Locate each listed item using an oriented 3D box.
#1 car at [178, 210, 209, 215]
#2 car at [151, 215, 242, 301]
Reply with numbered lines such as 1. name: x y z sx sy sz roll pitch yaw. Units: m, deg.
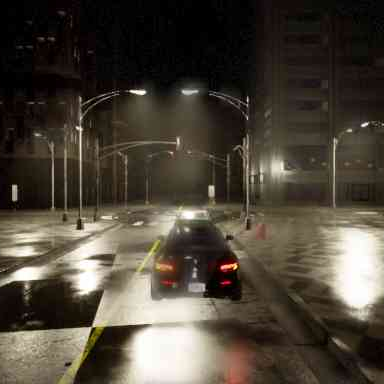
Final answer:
1. car: 0.076 1.593 17.211 1.895 1.301 4.718 0 0 0
2. car: 0.086 1.523 8.186 1.812 1.442 4.674 0 0 0
